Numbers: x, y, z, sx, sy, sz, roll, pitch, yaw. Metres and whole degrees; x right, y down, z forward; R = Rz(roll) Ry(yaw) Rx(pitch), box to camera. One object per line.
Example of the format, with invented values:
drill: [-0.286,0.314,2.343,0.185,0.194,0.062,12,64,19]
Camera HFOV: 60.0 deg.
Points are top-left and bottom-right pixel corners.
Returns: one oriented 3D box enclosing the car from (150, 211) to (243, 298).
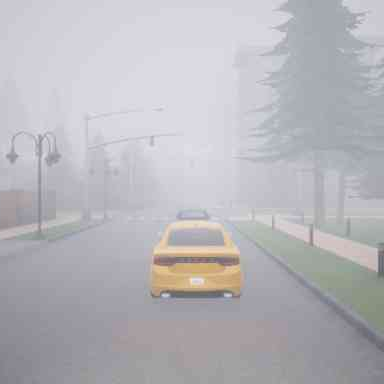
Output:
car: [0.084,1.478,8.553,1.882,1.535,5.008,0,0,0]
